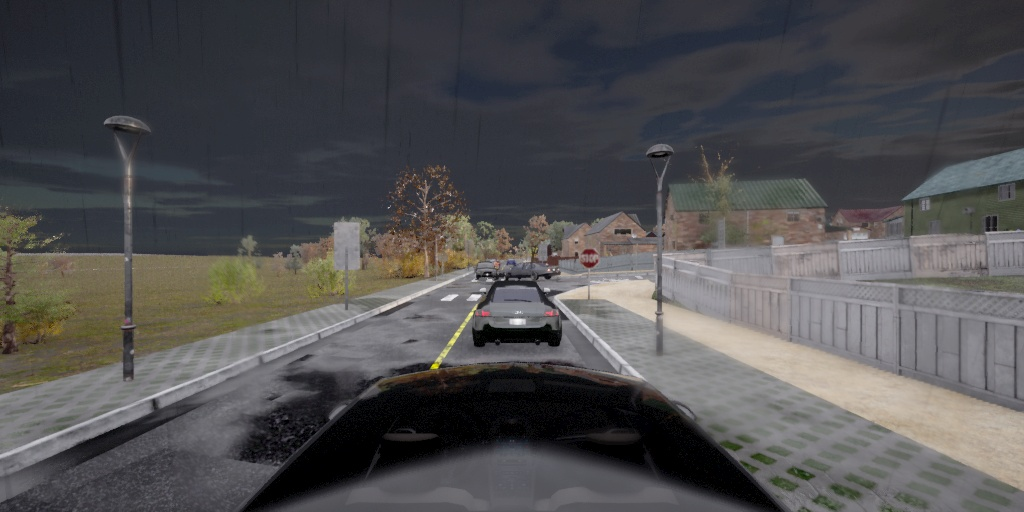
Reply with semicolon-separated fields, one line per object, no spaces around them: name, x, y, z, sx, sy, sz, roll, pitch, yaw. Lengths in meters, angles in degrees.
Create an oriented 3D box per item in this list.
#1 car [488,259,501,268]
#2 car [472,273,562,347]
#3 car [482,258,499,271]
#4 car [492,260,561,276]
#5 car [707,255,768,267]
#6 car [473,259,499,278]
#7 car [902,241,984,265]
car;-2.979;1.256;61.117;1.882;1.535;5.008;0;0;0
car;0.084;1.313;9.344;1.994;1.385;4.181;0;0;-1
car;-2.969;1.120;51.080;2.097;1.767;4.553;0;0;0
car;1.271;1.197;28.361;5.357;1.411;2.033;-4;-3;43
car;14.336;0.413;22.770;4.181;1.385;1.994;-3;0;16
car;-2.324;1.257;31.264;1.837;1.490;4.892;0;0;-8
car;23.842;-0.208;20.372;4.902;1.511;2.128;-3;0;14
